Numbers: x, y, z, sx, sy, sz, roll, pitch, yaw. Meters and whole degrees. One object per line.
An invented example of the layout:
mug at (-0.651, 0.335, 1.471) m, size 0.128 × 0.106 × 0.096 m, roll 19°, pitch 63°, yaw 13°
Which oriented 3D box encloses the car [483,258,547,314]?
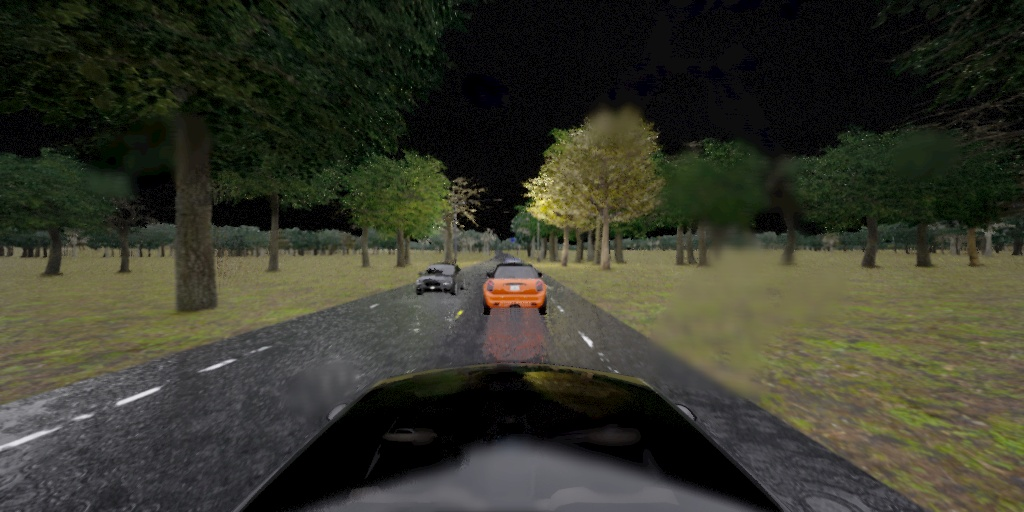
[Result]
car at (0.094, 1.008, 13.417) m, size 2.097 × 1.767 × 4.553 m, roll 0°, pitch 0°, yaw 0°

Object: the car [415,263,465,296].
car at (-3.502, 1.124, 18.221) m, size 1.837 × 1.490 × 4.892 m, roll 0°, pitch 0°, yaw 0°
